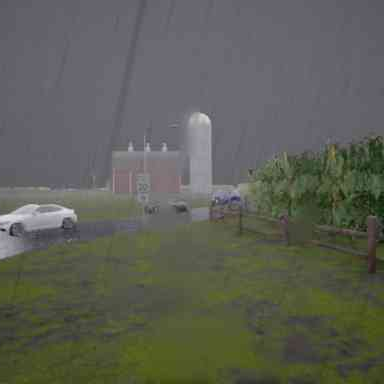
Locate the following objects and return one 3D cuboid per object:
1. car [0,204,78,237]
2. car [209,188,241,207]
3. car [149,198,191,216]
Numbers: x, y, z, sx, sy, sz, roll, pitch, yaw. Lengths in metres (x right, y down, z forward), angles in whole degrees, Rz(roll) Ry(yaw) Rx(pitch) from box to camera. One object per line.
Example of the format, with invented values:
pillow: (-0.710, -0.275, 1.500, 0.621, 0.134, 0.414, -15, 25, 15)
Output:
car: (-8.064, 1.349, 17.092, 1.812, 1.442, 4.674, -1, 1, 29)
car: (3.917, 0.625, 38.485, 2.150, 2.045, 5.566, -1, 1, 26)
car: (-1.800, 1.179, 27.785, 1.994, 1.385, 4.181, -1, 1, 29)
